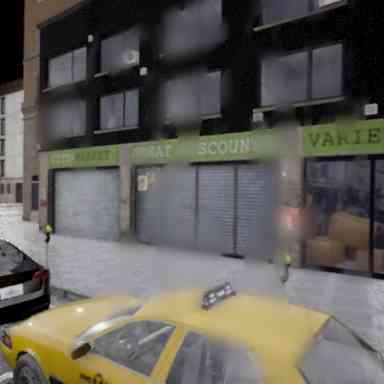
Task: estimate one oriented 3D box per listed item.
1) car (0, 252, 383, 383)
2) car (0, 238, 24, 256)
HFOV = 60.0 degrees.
[{"bbox_3d":[0.008,1.517,3.085,4.829,1.417,1.752,0,1,35],"label":"car"},{"bbox_3d":[-4.402,1.530,6.230,4.313,1.339,1.947,0,1,35],"label":"car"}]
